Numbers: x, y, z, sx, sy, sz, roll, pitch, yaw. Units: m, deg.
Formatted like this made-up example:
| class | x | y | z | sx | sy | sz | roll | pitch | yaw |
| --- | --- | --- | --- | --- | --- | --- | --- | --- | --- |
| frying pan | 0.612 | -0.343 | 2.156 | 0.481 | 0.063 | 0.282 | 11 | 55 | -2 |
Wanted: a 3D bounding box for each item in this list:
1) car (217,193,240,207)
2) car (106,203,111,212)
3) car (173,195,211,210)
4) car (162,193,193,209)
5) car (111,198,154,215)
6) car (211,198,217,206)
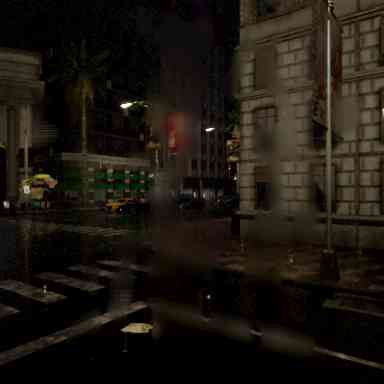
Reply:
| class | x | y | z | sx | sy | sz | roll | pitch | yaw |
| --- | --- | --- | --- | --- | --- | --- | --- | --- | --- |
| car | 6.817 | 1.219 | 50.693 | 5.566 | 2.045 | 2.150 | 0 | 0 | -45 |
| car | -7.556 | 1.475 | 38.051 | 1.882 | 1.535 | 5.008 | 0 | 0 | 37 |
| car | 0.032 | 1.523 | 42.449 | 1.812 | 1.442 | 4.674 | 0 | 0 | 37 |
| car | -1.753 | 1.219 | 45.928 | 2.150 | 2.045 | 5.566 | 0 | 0 | 37 |
| car | -5.876 | 1.562 | 34.422 | 1.994 | 1.385 | 4.181 | 0 | 0 | 36 |
| car | 4.932 | 1.350 | 53.619 | 4.553 | 1.767 | 2.097 | 0 | 0 | -43 |
